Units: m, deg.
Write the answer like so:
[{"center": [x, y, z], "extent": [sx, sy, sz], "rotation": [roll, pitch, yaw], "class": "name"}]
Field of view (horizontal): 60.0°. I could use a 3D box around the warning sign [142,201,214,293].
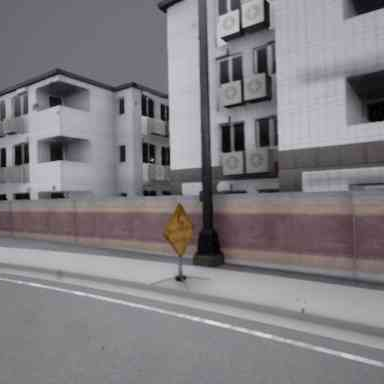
[{"center": [-0.296, 1.163, 7.707], "extent": [1.060, 1.860, 1.300], "rotation": [-2, 0, 32], "class": "warning sign"}]
